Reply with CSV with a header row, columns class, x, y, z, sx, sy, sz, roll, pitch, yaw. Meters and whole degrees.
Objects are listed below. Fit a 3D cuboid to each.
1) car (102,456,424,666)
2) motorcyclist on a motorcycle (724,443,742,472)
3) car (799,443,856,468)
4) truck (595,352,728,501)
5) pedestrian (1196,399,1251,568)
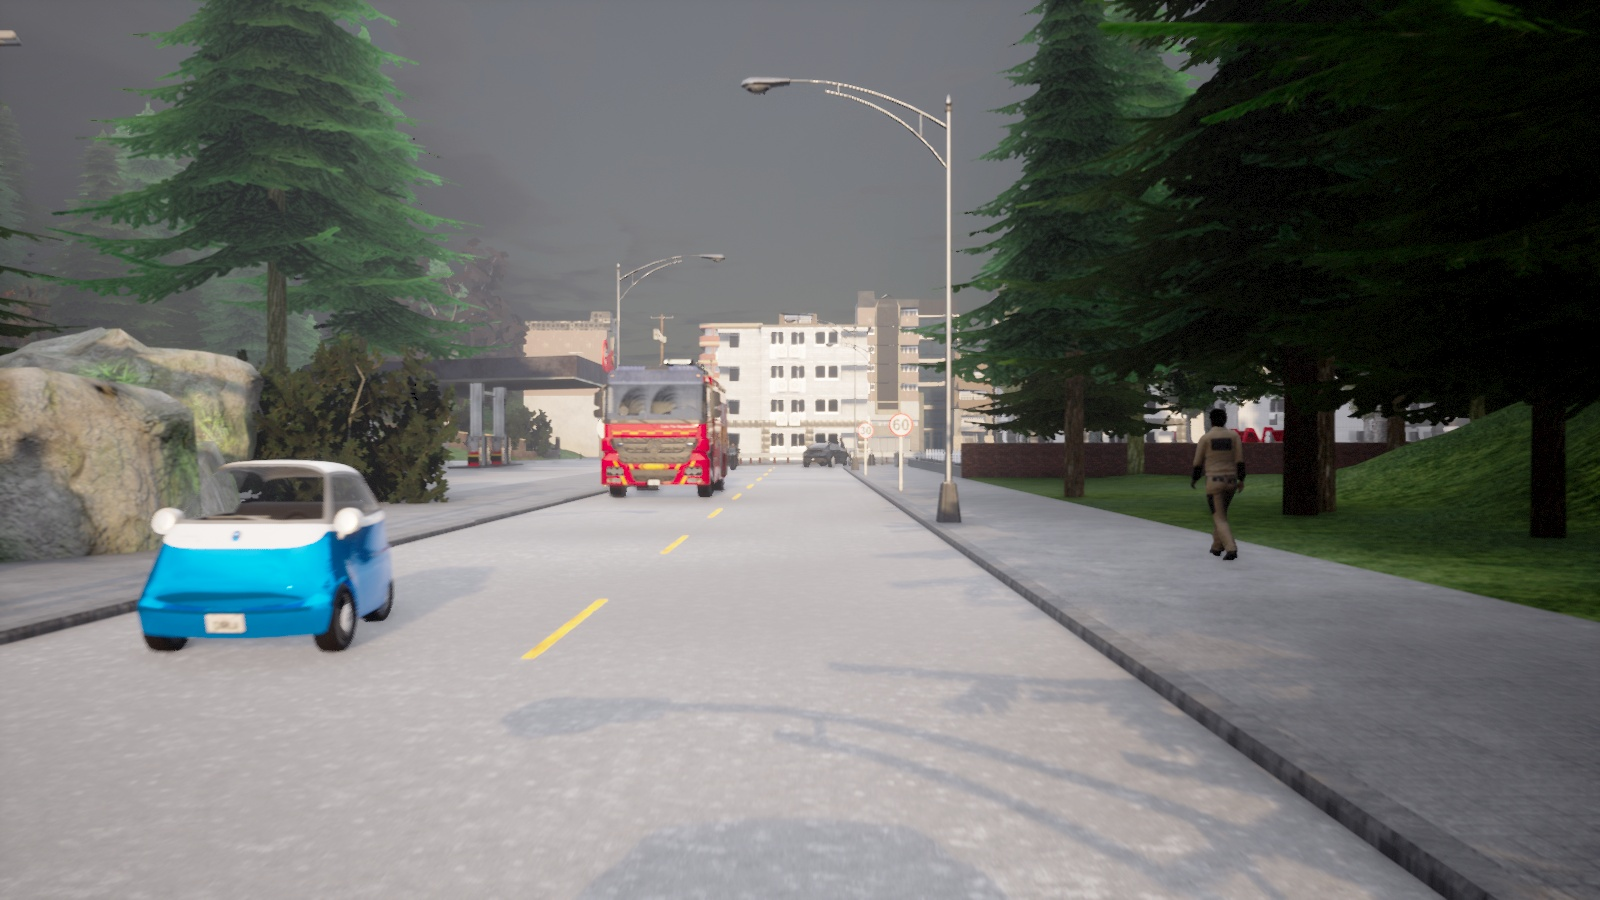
class,x,y,z,sx,sy,sz,roll,pitch,yaw
car,-3.930,0.746,9.518,1.481,1.376,2.207,0,1,0
motorcyclist on a motorcycle,-3.677,0.390,68.908,0.866,1.530,2.191,0,0,0
car,1.742,0.315,77.887,1.837,1.490,4.892,0,0,22
truck,-3.783,-0.627,36.444,2.891,3.827,8.468,0,0,0
pedestrian,4.938,0.377,14.660,0.396,1.930,0.692,0,0,-1
